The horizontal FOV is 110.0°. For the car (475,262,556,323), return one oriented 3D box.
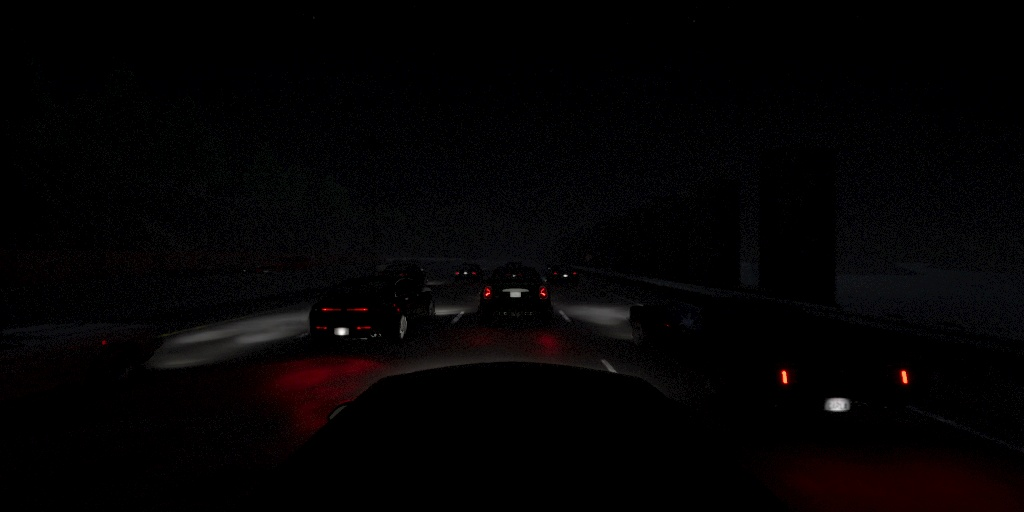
[{"bbox_3d":[0.098,1.102,12.190,2.097,1.767,4.553,0,0,0],"label":"car"}]

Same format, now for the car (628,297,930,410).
[{"bbox_3d":[3.601,1.351,6.186,1.895,1.301,4.718,0,0,0],"label":"car"}]

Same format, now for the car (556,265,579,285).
[{"bbox_3d":[3.654,1.315,26.388,1.994,1.385,4.181,0,0,1],"label":"car"}]

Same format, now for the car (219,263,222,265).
[{"bbox_3d":[-27.908,1.352,34.618,1.895,1.301,4.718,0,0,1],"label":"car"}]

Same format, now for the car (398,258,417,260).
[{"bbox_3d":[-16.872,1.316,59.629,1.994,1.385,4.181,0,0,1],"label":"car"}]

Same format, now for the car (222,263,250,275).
[{"bbox_3d":[-24.423,1.352,33.991,1.895,1.301,4.718,0,0,1],"label":"car"}]

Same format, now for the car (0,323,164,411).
[{"bbox_3d":[-6.900,1.351,3.958,1.895,1.301,4.718,0,0,0],"label":"car"}]

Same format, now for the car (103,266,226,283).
[{"bbox_3d":[-17.592,1.351,18.333,1.895,1.301,4.718,0,0,0],"label":"car"}]

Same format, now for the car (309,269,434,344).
[{"bbox_3d":[-3.398,1.255,9.569,1.837,1.490,4.892,0,0,0],"label":"car"}]

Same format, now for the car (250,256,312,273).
[{"bbox_3d":[-20.943,0.974,33.220,2.150,2.045,5.566,0,0,1],"label":"car"}]

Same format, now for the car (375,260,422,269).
[{"bbox_3d":[-6.878,1.229,23.043,1.882,1.535,5.008,0,0,0],"label":"car"}]

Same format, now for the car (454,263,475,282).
[{"bbox_3d":[-3.326,1.299,28.538,2.033,1.411,5.357,0,0,1],"label":"car"}]
